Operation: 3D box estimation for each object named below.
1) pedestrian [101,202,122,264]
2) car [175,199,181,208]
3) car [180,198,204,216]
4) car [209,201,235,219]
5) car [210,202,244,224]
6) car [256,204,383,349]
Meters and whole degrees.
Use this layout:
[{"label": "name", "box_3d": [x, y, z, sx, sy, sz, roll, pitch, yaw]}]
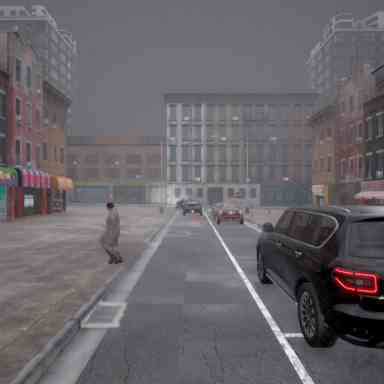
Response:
[{"label": "pedestrian", "box_3d": [-2.327, 1.146, 9.688, 0.375, 1.860, 0.375, 0, -1, 0]}, {"label": "car", "box_3d": [-0.877, 1.527, 44.347, 2.128, 1.511, 4.902, 1, 0, -14]}, {"label": "car", "box_3d": [0.073, 1.530, 33.167, 1.837, 1.490, 4.892, 0, 0, 0]}, {"label": "car", "box_3d": [2.630, 1.572, 30.084, 2.008, 1.369, 4.403, 0, 0, 0]}, {"label": "car", "box_3d": [2.634, 1.456, 24.581, 1.967, 1.590, 4.097, 0, 0, 0]}, {"label": "car", "box_3d": [2.747, 1.227, 6.427, 2.150, 2.045, 5.566, 0, 0, 0]}]
